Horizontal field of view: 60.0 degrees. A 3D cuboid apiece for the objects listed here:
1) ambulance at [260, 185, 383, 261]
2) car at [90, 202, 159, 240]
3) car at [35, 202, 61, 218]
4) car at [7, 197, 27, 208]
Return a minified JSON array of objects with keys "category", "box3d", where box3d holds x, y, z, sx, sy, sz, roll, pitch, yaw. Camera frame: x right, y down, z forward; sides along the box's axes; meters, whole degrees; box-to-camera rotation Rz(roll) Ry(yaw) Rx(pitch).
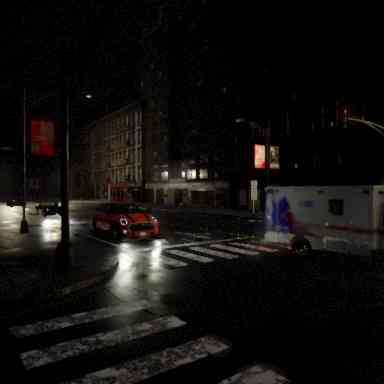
[{"category":"ambulance","box3d":[5.274,1.026,10.559,2.351,2.431,6.366,0,0,-36]},{"category":"car","box3d":[-3.558,1.341,17.113,2.097,1.767,4.553,0,0,-36]},{"category":"car","box3d":[-12.638,1.543,29.765,1.895,1.301,4.718,0,0,-36]},{"category":"car","box3d":[-24.378,1.421,46.284,1.812,1.442,4.674,0,0,-36]}]
